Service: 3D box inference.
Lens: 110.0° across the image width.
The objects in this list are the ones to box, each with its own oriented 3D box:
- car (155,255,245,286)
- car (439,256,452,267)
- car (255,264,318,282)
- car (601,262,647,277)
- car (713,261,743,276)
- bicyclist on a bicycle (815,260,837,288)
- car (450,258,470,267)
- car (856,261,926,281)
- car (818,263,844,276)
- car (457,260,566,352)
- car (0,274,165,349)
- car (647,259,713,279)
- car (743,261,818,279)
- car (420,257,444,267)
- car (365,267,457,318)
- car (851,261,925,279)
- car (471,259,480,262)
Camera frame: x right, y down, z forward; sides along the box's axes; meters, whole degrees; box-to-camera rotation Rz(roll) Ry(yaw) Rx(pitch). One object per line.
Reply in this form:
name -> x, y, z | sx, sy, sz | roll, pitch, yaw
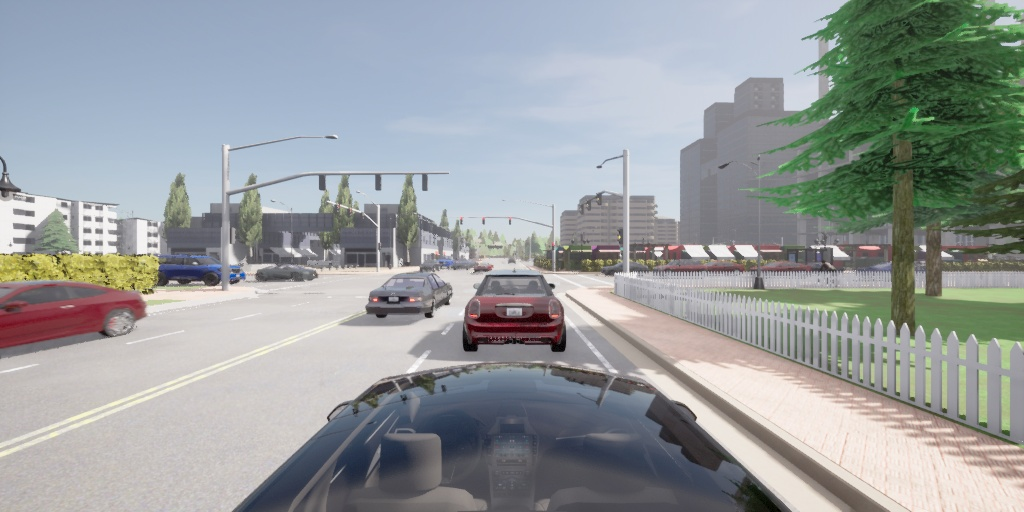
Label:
car -> -21.455, 0.967, 24.363 | 5.566, 2.045, 2.150 | 1, 0, -2
car -> -10.602, 0.972, 56.369 | 2.150, 2.045, 5.566 | 0, 0, 0
car -> -17.554, 1.314, 28.042 | 4.181, 1.385, 1.994 | 0, 0, -2
car -> 11.225, 1.276, 35.716 | 4.674, 1.442, 1.812 | 0, 0, -1
car -> 20.550, 1.228, 35.971 | 5.008, 1.535, 1.882 | 0, 0, -1
bicyclist on a bicycle -> 18.788, 1.052, 21.438 | 0.582, 1.620, 1.656 | 0, 0, -1
car -> -7.108, 1.314, 51.085 | 1.994, 1.385, 4.181 | 0, 0, 0
car -> 31.214, 1.276, 29.039 | 4.674, 1.442, 1.812 | 0, 0, -1
car -> 30.449, 1.351, 36.217 | 4.718, 1.301, 1.895 | 0, 0, -1
car -> 0.063, 1.102, 9.079 | 2.097, 1.767, 4.553 | 0, 0, 0
car -> -10.547, 1.276, 7.547 | 1.812, 1.442, 4.674 | 0, 0, 1
car -> 15.074, 1.102, 32.329 | 4.553, 1.767, 2.097 | 0, 0, -1
car -> 24.287, 1.228, 32.561 | 5.008, 1.535, 1.882 | 0, 0, -1
car -> -10.609, 1.255, 46.508 | 1.837, 1.490, 4.892 | 0, 0, 0
car -> -3.420, 1.297, 12.913 | 2.033, 1.411, 5.357 | 0, 0, 0
car -> 34.349, 1.255, 32.806 | 4.892, 1.490, 1.837 | 0, 0, -1
car -> -3.343, 1.351, 42.564 | 1.895, 1.301, 4.718 | 0, 0, 3
